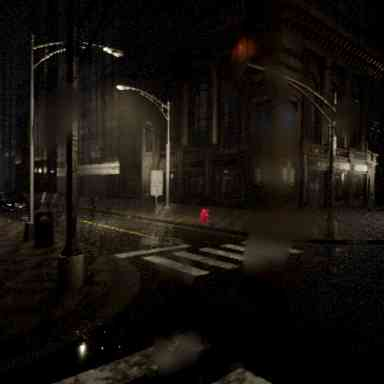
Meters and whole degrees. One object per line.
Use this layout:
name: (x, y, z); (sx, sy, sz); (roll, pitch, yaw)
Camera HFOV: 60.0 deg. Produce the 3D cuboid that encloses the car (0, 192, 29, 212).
car: (-14.239, 0.780, 26.373); (1.837, 1.490, 4.892); (0, 2, -41)
